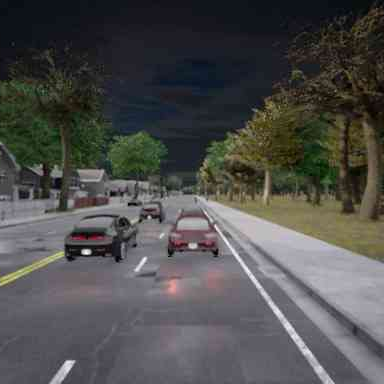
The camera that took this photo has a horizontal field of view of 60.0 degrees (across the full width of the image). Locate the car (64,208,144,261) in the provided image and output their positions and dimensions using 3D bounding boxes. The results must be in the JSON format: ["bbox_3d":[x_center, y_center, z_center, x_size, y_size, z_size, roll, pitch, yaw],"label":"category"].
[{"bbox_3d":[-3.204,1.580,12.561,1.837,1.490,4.892,0,0,0],"label":"car"}]

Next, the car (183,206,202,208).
[{"bbox_3d":[0.039,1.759,26.918,1.895,1.301,4.718,0,0,1],"label":"car"}]

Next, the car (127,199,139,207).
[{"bbox_3d":[-9.806,1.932,56.939,1.895,1.301,4.718,0,0,1],"label":"car"}]

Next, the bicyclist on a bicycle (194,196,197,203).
[{"bbox_3d":[0.893,1.879,73.248,0.582,1.620,1.656,0,-1,0],"label":"bicyclist on a bicycle"}]

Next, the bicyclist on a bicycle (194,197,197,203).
[{"bbox_3d":[0.892,1.930,82.248,0.582,1.620,1.656,0,-1,0],"label":"bicyclist on a bicycle"}]

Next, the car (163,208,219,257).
[{"bbox_3d":[0.051,1.604,13.228,1.812,1.442,4.674,0,0,1],"label":"car"}]

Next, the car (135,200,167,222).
[{"bbox_3d":[-3.205,1.668,27.552,1.837,1.490,4.892,0,0,1],"label":"car"}]
